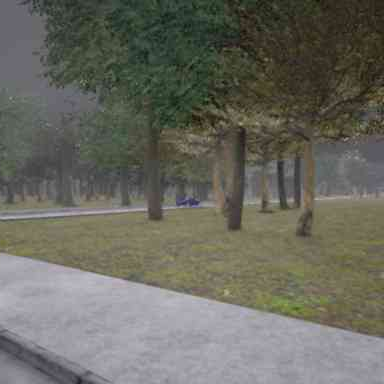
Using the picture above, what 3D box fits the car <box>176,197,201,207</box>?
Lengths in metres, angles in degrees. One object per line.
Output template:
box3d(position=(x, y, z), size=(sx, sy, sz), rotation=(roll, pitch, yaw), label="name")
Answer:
box3d(position=(-0.463, 1.479, 51.896), size=(1.882, 1.535, 5.008), rotation=(0, 0, 36), label="car")

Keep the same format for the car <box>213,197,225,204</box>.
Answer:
box3d(position=(5.618, 1.528, 60.291), size=(1.812, 1.442, 4.674), rotation=(0, 0, 36), label="car")
